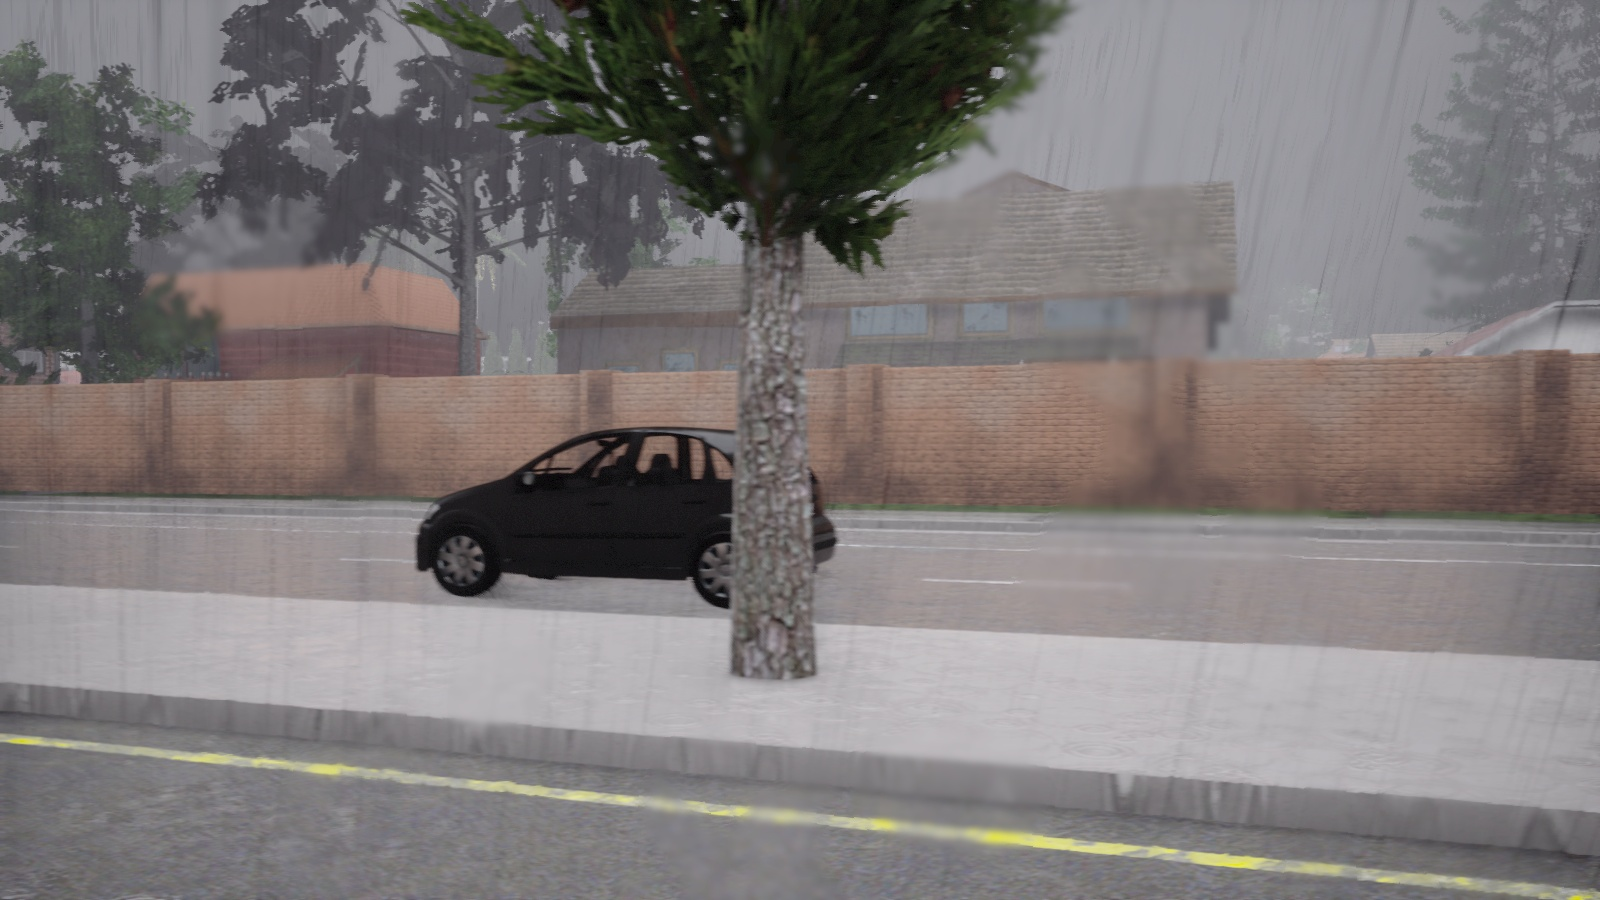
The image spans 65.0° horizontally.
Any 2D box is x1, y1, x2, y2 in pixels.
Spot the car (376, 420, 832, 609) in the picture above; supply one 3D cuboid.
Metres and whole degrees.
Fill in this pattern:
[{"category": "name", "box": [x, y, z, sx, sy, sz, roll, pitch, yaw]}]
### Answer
[{"category": "car", "box": [-1.874, 0.521, 12.262, 3.988, 1.617, 1.851, 1, 1, 19]}]
